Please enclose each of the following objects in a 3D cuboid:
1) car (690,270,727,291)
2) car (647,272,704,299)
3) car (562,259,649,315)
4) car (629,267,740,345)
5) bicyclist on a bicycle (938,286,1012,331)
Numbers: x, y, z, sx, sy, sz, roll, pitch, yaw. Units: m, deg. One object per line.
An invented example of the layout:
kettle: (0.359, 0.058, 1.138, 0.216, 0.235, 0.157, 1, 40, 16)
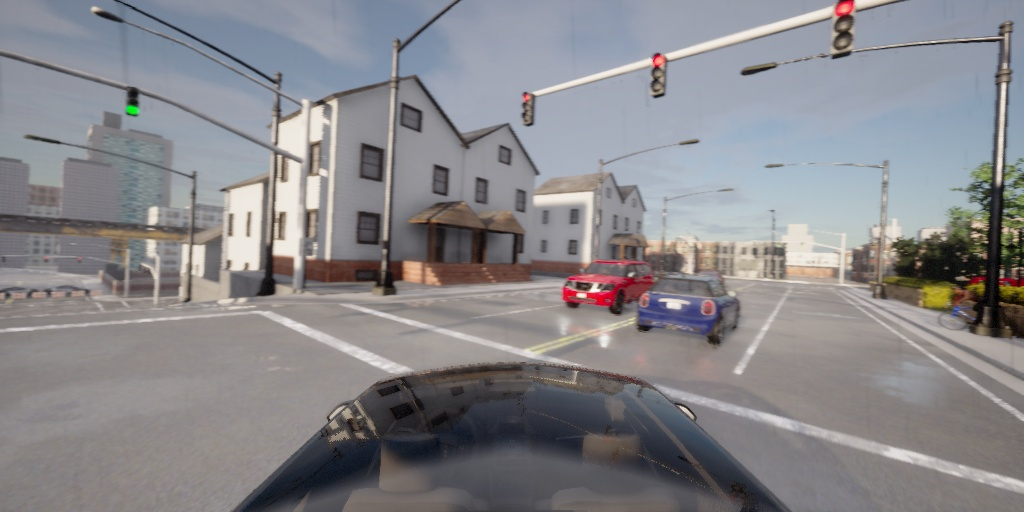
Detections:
car: (17.080, 2.044, 31.098, 1.882, 1.535, 5.008, 3, 0, 39)
car: (10.730, 1.810, 23.257, 2.033, 1.411, 5.357, 3, 0, 39)
car: (4.311, 1.178, 15.293, 2.150, 2.045, 5.566, 3, 0, 39)
car: (5.547, 1.380, 10.985, 2.097, 1.767, 4.553, 3, 0, 39)
bicyclist on a bicycle: (16.183, 1.856, 12.675, 1.656, 1.620, 0.582, -7, -26, 36)
